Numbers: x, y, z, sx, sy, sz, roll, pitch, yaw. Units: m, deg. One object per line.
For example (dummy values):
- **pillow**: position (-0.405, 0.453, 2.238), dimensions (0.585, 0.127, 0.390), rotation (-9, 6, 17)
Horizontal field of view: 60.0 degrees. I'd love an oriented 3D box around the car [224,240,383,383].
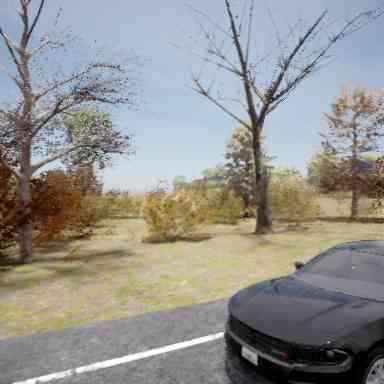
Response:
- **car**: position (2.775, 1.495, 4.870), dimensions (5.008, 1.535, 1.882), rotation (0, 0, -30)
